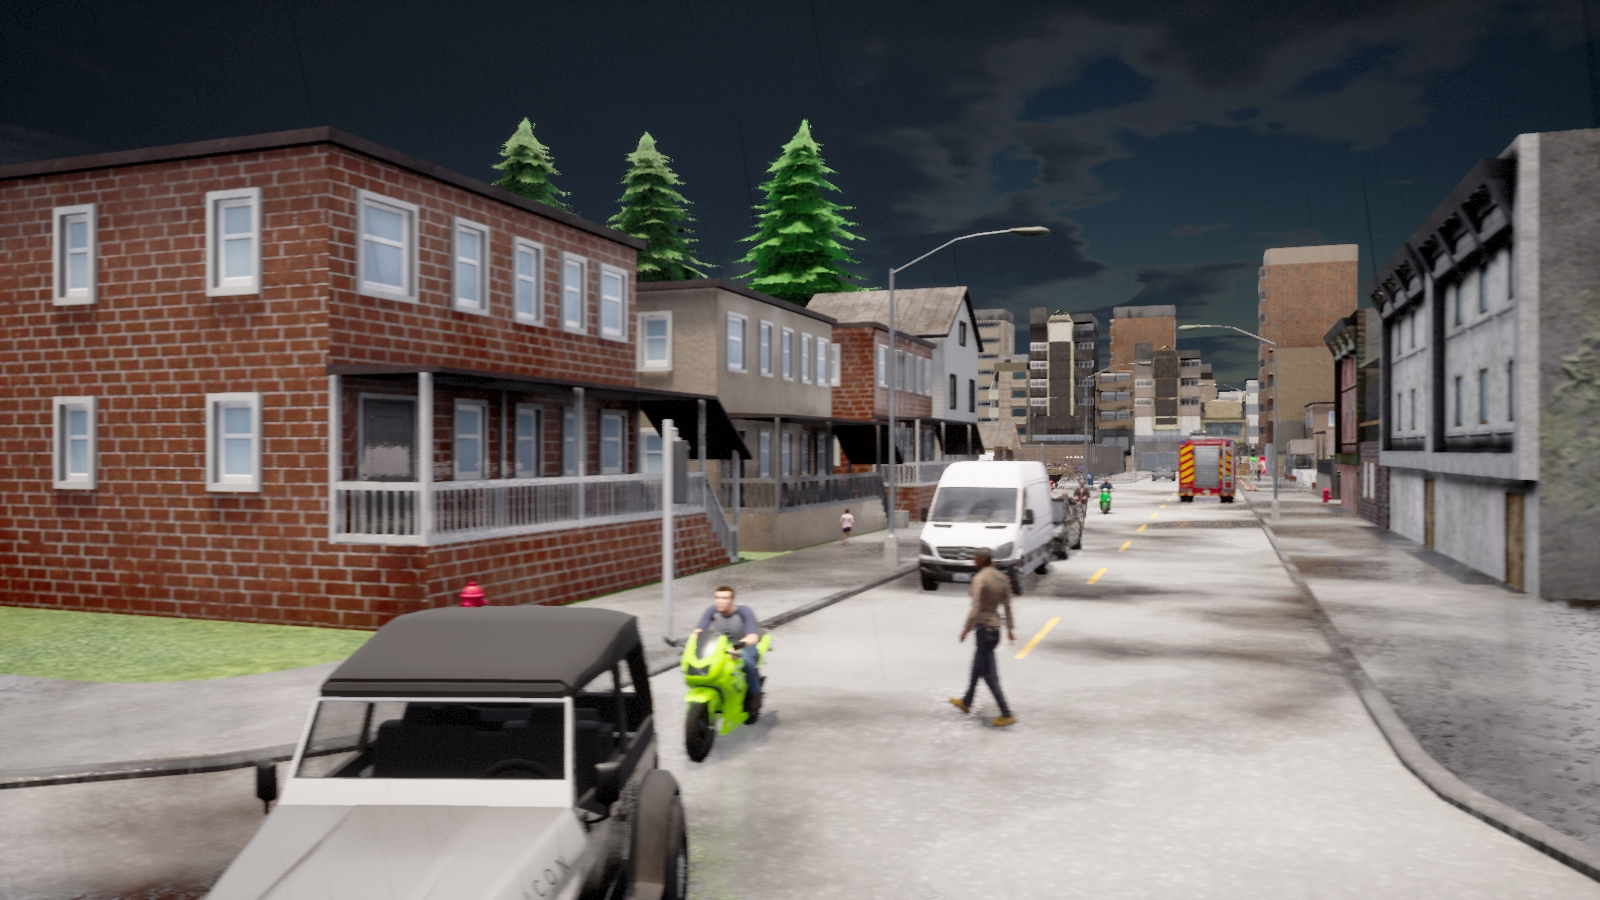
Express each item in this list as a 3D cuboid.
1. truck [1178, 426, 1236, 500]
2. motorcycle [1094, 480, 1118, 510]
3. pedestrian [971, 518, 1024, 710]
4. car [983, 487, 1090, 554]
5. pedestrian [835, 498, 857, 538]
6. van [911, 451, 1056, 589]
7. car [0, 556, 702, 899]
[{"bbox_3d":[22.803,0.670,63.917,2.891,3.827,8.468,0,0,20],"label":"truck"},{"bbox_3d":[13.346,1.963,49.813,0.856,1.236,1.805,0,0,20],"label":"motorcycle"},{"bbox_3d":[1.986,1.629,11.505,0.375,1.860,0.375,0,0,-43],"label":"pedestrian"},{"bbox_3d":[6.517,1.843,31.075,2.163,1.488,4.792,0,0,20],"label":"car"},{"bbox_3d":[1.293,1.906,32.136,0.500,1.100,0.500,0,0,18],"label":"pedestrian"},{"bbox_3d":[4.074,1.315,24.399,1.988,2.561,5.915,0,0,20],"label":"van"},{"bbox_3d":[-1.626,1.636,5.459,1.905,1.878,3.866,0,0,1],"label":"car"}]
